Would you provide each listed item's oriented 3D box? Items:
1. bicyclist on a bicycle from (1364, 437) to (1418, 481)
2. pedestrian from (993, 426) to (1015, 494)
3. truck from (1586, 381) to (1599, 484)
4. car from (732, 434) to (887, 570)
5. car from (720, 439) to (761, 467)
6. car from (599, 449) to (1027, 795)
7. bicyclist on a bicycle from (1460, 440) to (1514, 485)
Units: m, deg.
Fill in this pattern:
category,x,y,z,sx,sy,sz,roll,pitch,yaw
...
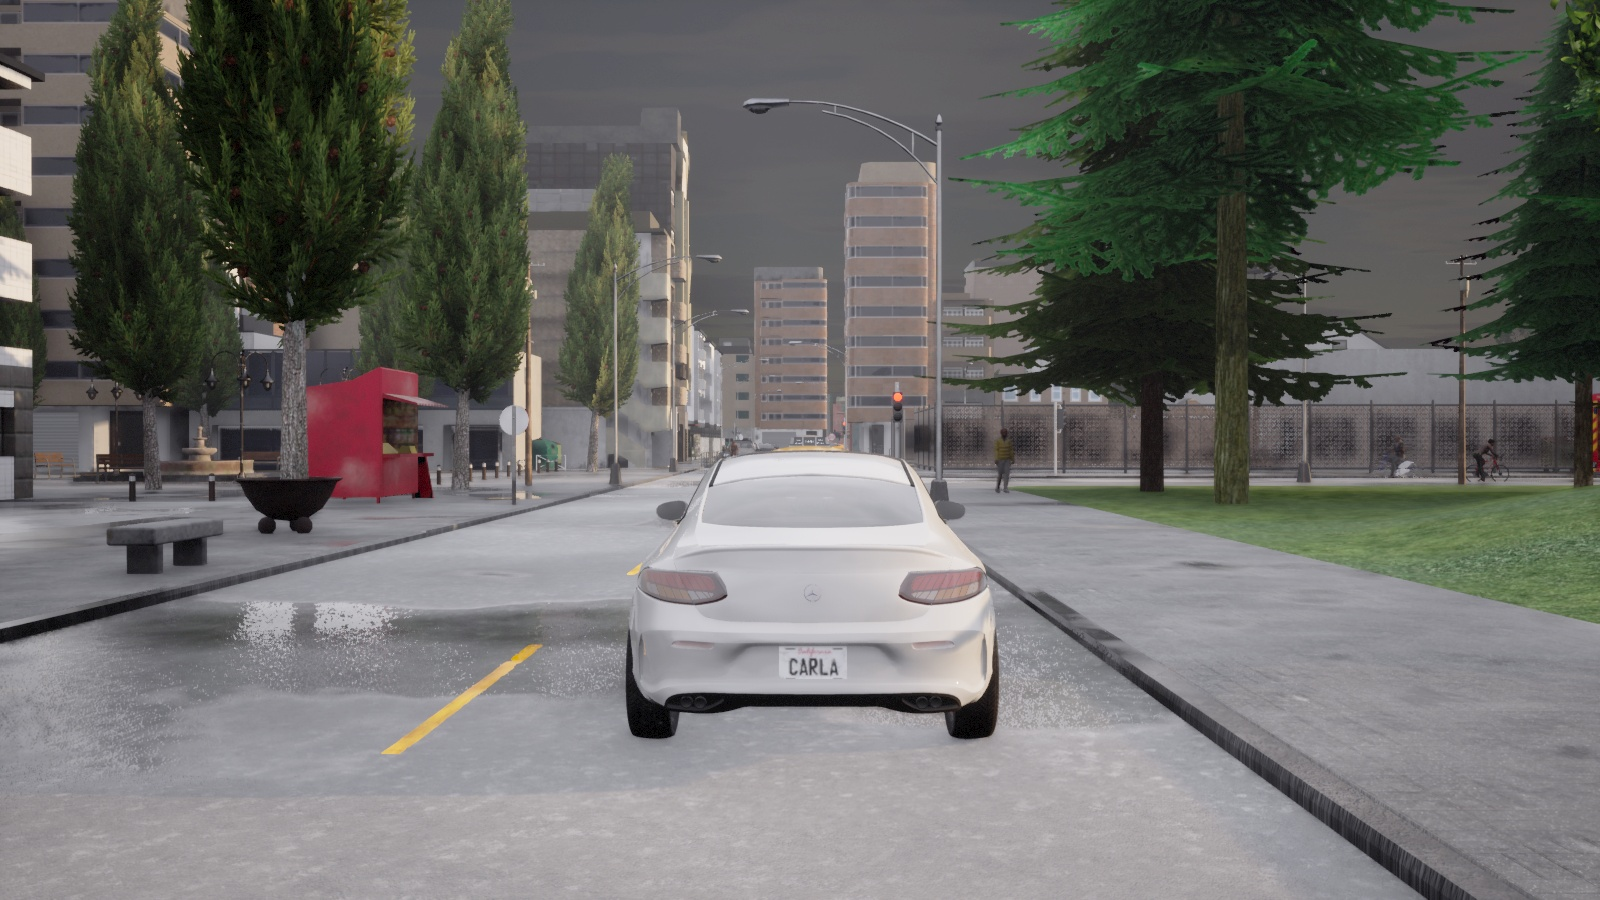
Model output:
category,x,y,z,sx,sy,sz,roll,pitch,yaw
bicyclist on a bicycle,23.779,0.351,50.510,1.843,1.776,0.659,0,0,0
pedestrian,5.561,0.267,34.234,0.370,1.835,0.726,0,0,-8
truck,34.180,-0.653,46.429,8.468,3.827,2.891,0,0,-1
car,0.130,0.588,17.254,1.801,1.575,5.366,0,0,0
car,-3.567,0.159,75.994,2.242,1.667,4.611,0,0,0
car,0.067,0.729,7.659,1.812,1.442,4.674,0,0,0
bicyclist on a bicycle,25.440,0.457,46.501,1.656,1.620,0.582,0,0,0
